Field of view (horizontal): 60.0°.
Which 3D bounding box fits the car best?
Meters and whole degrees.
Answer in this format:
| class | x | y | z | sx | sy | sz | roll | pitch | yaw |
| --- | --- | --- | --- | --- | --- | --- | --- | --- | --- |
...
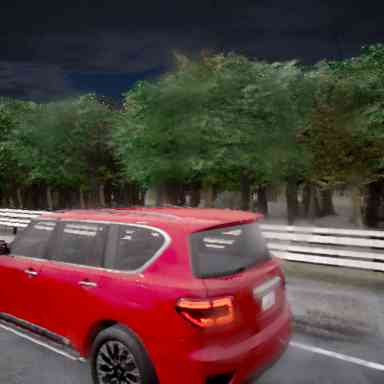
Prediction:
| class | x | y | z | sx | sy | sz | roll | pitch | yaw |
| --- | --- | --- | --- | --- | --- | --- | --- | --- | --- |
| car | -1.375 | 1.239 | 5.051 | 5.566 | 2.045 | 2.150 | 0 | 0 | 36 |
